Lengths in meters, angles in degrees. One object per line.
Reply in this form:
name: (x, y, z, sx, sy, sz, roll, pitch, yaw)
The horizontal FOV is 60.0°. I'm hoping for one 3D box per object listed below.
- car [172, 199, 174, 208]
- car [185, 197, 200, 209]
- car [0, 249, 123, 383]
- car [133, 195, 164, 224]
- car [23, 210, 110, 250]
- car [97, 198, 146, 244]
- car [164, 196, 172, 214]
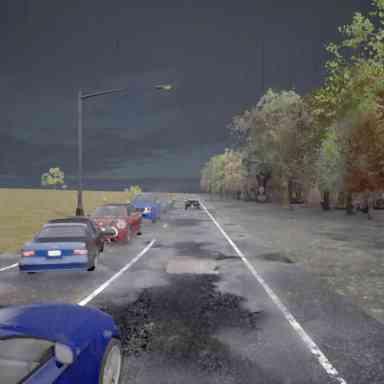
car: (-3.607, 1.347, 45.280, 2.097, 1.767, 4.553, 0, 0, 0)
car: (0.045, 1.500, 44.304, 1.837, 1.490, 4.892, 0, 0, 0)
car: (-1.894, 1.526, 2.044, 1.812, 1.442, 4.674, 0, 0, 6)
car: (-3.612, 1.223, 25.268, 2.150, 2.045, 5.566, 0, 0, -1)
car: (-3.883, 1.549, 10.648, 2.033, 1.411, 5.357, 0, 0, -11)
car: (-3.680, 1.354, 15.611, 2.097, 1.767, 4.553, 0, 0, 1)
car: (-3.605, 1.351, 35.273, 2.097, 1.767, 4.553, 0, 0, 0)
